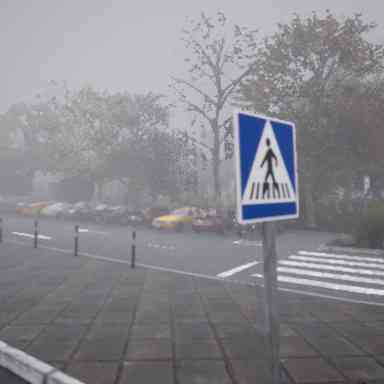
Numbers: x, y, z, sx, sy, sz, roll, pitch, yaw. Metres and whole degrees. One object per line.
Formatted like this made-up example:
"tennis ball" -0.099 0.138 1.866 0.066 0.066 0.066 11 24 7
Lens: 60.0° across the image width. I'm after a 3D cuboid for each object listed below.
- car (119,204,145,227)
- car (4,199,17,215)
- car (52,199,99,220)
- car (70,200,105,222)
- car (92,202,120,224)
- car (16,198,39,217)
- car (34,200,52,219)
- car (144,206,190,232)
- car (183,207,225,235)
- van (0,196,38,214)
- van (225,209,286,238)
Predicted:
"car" -2.666 1.776 24.677 2.163 1.488 4.792 0 0 35
"car" -16.256 1.680 34.303 2.002 1.452 4.674 0 0 35
"car" -9.449 1.566 29.504 2.185 1.767 4.553 0 0 35
"car" -7.202 1.710 27.875 2.097 1.535 5.008 0 0 35
"car" -4.947 1.730 26.257 2.231 1.521 4.892 0 0 35
"car" -13.994 1.657 32.692 2.097 1.535 5.008 0 0 35
"car" -11.731 1.714 31.086 2.002 1.452 4.674 0 0 35
"car" -0.530 1.763 22.894 1.946 1.575 5.366 0 0 35
"car" 1.858 1.814 21.460 2.163 1.488 4.792 0 0 35
"van" -18.447 1.397 36.008 1.878 1.987 4.442 0 0 35
"van" 4.035 1.578 19.732 1.878 1.987 4.442 0 0 35
